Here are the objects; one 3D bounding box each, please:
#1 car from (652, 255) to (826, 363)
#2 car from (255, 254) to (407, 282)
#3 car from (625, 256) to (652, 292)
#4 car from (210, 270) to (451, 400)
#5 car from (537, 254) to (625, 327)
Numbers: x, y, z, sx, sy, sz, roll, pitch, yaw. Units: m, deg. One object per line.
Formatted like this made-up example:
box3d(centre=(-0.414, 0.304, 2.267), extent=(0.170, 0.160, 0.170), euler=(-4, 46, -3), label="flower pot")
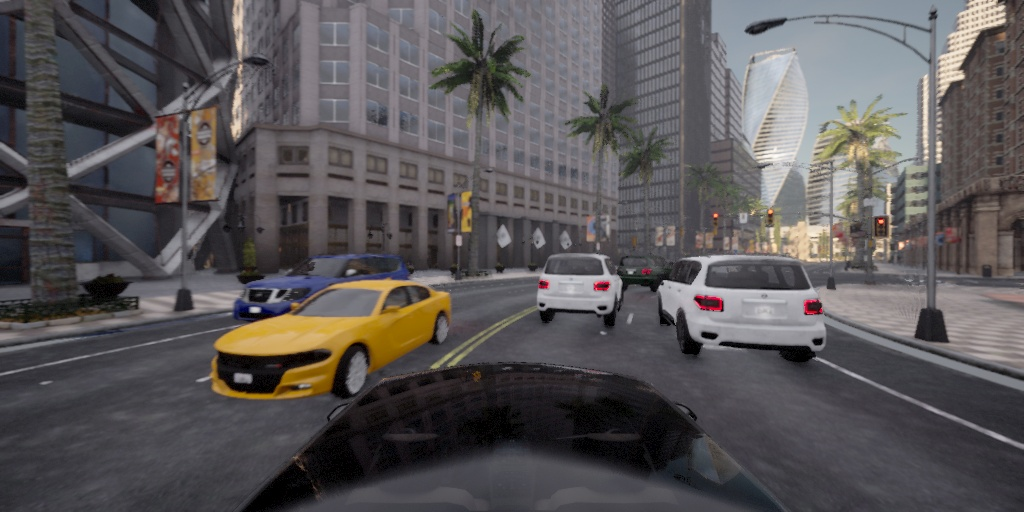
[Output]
box3d(centre=(4.898, 0.992, 8.565), extent=(2.150, 2.045, 5.566), euler=(0, 0, 15), label="car")
box3d(centre=(-5.366, 0.939, 11.226), extent=(2.150, 2.045, 5.566), euler=(0, 0, 17), label="car")
box3d(centre=(8.191, 0.997, 21.547), extent=(2.150, 2.045, 5.566), euler=(0, 0, 41), label="car")
box3d(centre=(-2.767, 1.211, 6.797), extent=(1.882, 1.535, 5.008), euler=(0, 0, 12), label="car")
box3d(centre=(2.441, 0.971, 11.953), extent=(2.150, 2.045, 5.566), euler=(0, -1, 20), label="car")
